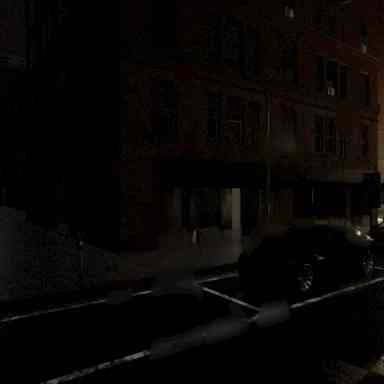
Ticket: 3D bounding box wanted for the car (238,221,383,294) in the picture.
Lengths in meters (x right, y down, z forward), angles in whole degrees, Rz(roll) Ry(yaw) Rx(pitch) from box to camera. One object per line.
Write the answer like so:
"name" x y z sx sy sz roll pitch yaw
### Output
"car" 3.165 1.566 8.801 4.313 1.339 1.947 0 0 -36
